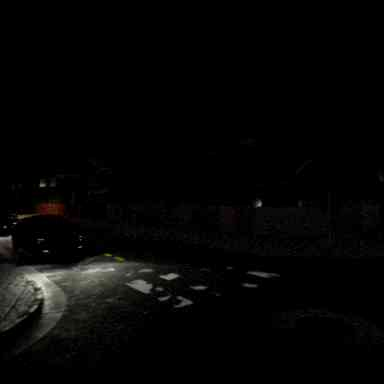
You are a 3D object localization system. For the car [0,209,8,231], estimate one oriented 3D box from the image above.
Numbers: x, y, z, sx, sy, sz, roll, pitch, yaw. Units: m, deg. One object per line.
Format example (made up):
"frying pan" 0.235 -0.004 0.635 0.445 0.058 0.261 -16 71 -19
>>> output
"car" -13.067 1.943 22.205 1.837 1.490 4.892 -1 0 -42

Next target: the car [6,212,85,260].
"car" -6.125 1.727 13.955 1.882 1.535 5.008 -1 0 -39
